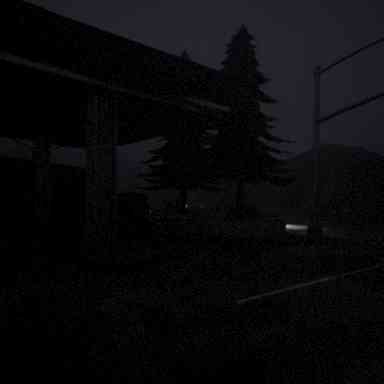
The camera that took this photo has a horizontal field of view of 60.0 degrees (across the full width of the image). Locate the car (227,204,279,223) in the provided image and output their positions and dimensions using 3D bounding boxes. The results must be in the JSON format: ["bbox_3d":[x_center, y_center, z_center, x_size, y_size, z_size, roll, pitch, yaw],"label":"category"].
[{"bbox_3d":[4.563,1.658,25.313,1.994,1.385,4.181,0,0,-35],"label":"car"}]

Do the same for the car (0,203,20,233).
[{"bbox_3d":[-11.202,1.426,18.797,2.242,1.667,4.611,0,0,-36],"label":"car"}]

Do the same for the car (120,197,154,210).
[{"bbox_3d":[-6.970,1.421,41.640,2.033,1.411,5.357,0,0,-35],"label":"car"}]

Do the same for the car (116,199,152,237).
[{"bbox_3d":[-4.071,1.342,18.599,1.905,1.878,3.866,0,0,-36],"label":"car"}]

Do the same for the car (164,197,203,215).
[{"bbox_3d":[-0.840,1.343,32.962,2.097,1.767,4.553,0,0,-35],"label":"car"}]
